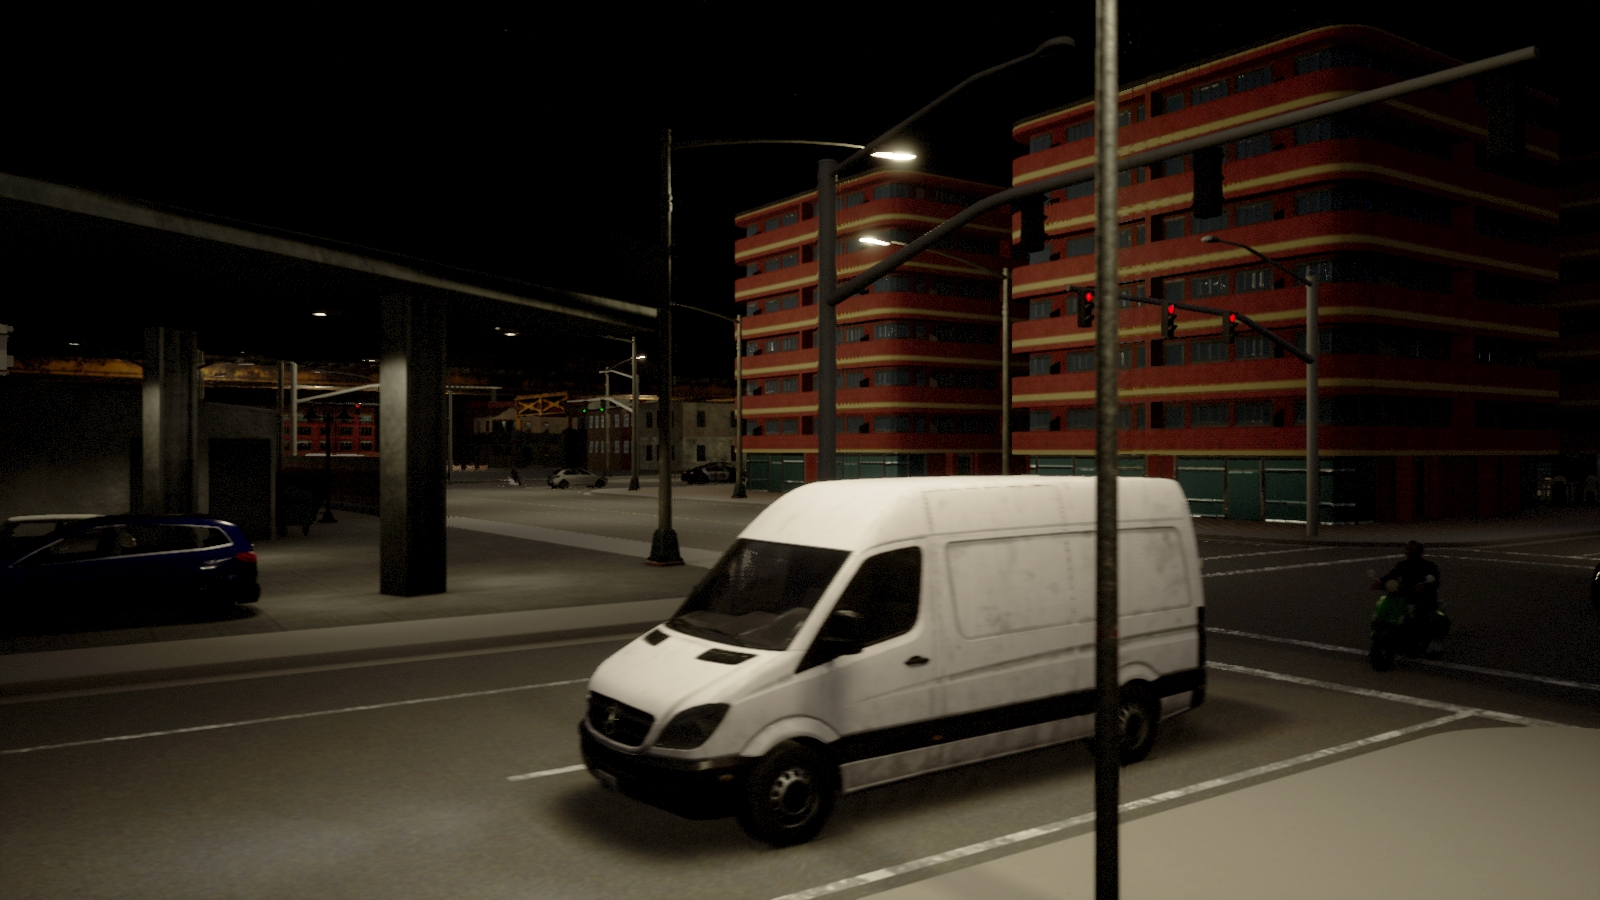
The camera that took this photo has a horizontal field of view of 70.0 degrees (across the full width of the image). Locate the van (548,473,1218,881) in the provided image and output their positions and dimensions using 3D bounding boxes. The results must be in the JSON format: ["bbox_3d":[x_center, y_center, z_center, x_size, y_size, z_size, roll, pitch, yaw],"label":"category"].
[{"bbox_3d":[0.983,1.534,9.983,5.915,2.561,1.988,0,0,-35],"label":"van"}]

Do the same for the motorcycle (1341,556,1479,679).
[{"bbox_3d":[7.930,2.130,14.828,1.805,1.341,0.856,0,0,-35],"label":"motorcycle"}]

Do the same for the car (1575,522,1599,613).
[{"bbox_3d":[15.484,2.038,20.134,3.633,1.501,1.845,0,0,-35],"label":"car"}]
